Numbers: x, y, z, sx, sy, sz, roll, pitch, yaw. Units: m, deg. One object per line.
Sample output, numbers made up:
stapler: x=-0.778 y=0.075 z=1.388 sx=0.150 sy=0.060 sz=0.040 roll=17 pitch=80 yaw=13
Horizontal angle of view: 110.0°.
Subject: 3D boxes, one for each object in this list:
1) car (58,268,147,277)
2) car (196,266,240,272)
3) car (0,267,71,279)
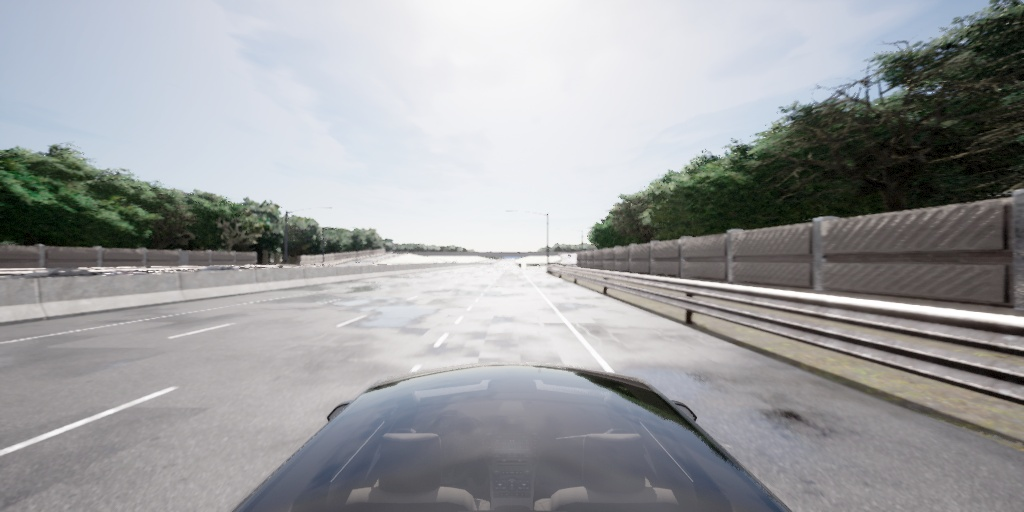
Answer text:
car: x=-24.591 y=1.588 z=22.398 sx=1.994 sy=1.385 sz=4.181 roll=0 pitch=-1 yaw=0
car: x=-28.061 y=1.686 z=34.012 sx=1.837 sy=1.490 sz=4.892 roll=0 pitch=-1 yaw=0
car: x=-31.586 y=1.536 z=24.782 sx=1.882 sy=1.535 sz=5.008 roll=0 pitch=-1 yaw=0
